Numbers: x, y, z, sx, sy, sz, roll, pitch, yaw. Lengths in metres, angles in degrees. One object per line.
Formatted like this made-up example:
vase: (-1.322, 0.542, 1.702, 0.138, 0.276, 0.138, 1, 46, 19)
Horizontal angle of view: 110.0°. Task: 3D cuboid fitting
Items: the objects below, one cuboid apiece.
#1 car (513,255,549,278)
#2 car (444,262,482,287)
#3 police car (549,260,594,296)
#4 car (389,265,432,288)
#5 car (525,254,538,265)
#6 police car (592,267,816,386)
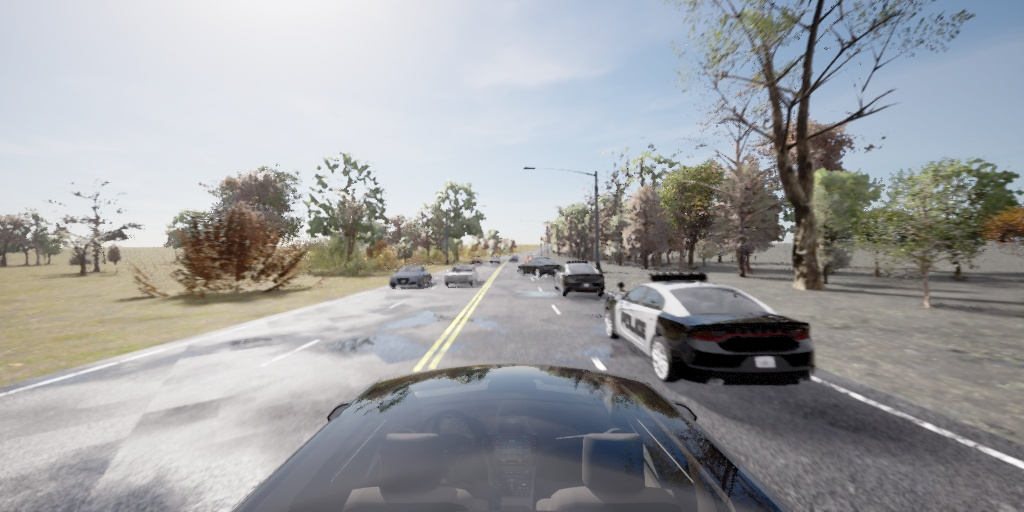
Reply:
car: (2.277, 0.967, 30.573, 1.882, 1.535, 5.008, 0, 1, -25)
car: (-3.372, 1.302, 24.430, 1.895, 1.301, 4.718, -1, 1, 0)
police car: (3.235, 1.037, 18.171, 1.930, 1.638, 5.238, 0, 1, 0)
car: (-6.621, 1.330, 23.763, 1.994, 1.385, 4.181, -1, 1, 0)
car: (3.348, 0.518, 61.958, 2.097, 1.767, 4.553, -1, 0, 1)
police car: (3.235, 1.149, 7.176, 1.930, 1.638, 5.238, -1, 0, 0)
